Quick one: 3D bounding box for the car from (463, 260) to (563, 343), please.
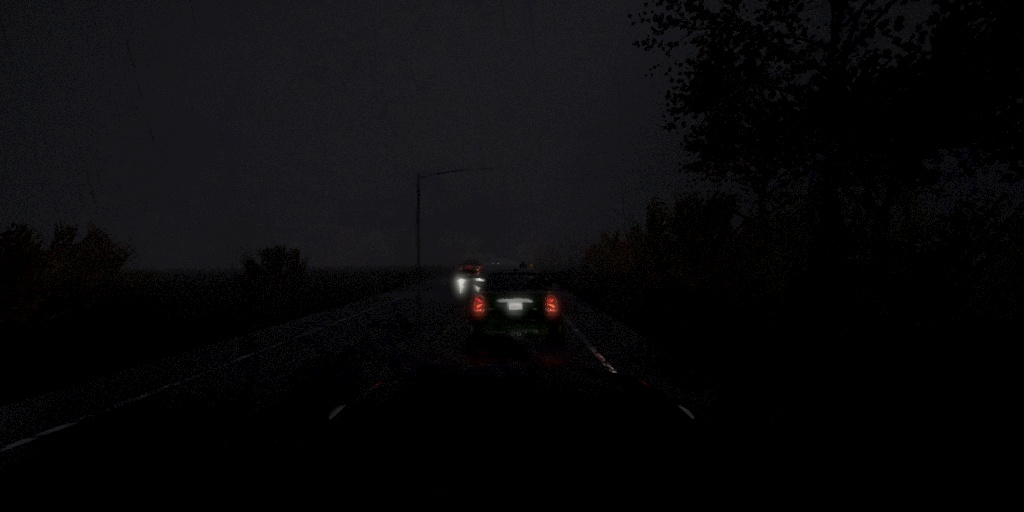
[{"bbox_3d":[0.073,1.099,9.783,2.097,1.767,4.553,0,0,0],"label":"car"}]

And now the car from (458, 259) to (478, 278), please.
[{"bbox_3d":[-3.774,1.091,33.515,2.097,1.767,4.553,0,0,0],"label":"car"}]

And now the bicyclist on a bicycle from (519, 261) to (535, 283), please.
[{"bbox_3d":[0.904,1.181,17.127,0.866,1.612,1.509,0,0,0],"label":"bicyclist on a bicycle"}]

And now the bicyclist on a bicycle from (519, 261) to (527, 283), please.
[{"bbox_3d":[0.842,1.193,27.244,0.582,1.620,1.656,0,0,0],"label":"bicyclist on a bicycle"}]
